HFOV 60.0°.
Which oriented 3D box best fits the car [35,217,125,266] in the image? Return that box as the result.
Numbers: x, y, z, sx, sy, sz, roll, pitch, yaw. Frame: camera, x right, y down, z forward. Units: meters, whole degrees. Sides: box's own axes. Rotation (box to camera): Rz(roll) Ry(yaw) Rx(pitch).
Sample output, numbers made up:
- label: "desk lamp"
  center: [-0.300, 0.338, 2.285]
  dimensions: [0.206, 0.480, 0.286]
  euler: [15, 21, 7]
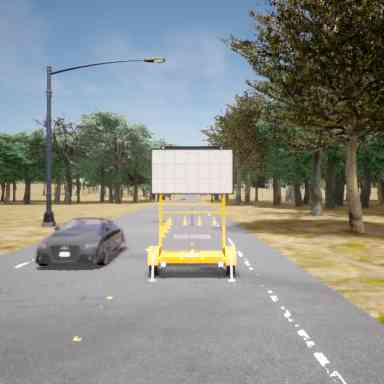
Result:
- label: "car"
  center: [-3.601, 1.568, 11.400]
  dimensions: [1.994, 1.385, 4.181]
  euler: [0, 0, 0]

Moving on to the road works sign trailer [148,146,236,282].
- label: "road works sign trailer"
  center: [0.007, 0.468, 9.769]
  dimensions: [2.380, 3.560, 2.880]
  euler: [0, 0, 0]
